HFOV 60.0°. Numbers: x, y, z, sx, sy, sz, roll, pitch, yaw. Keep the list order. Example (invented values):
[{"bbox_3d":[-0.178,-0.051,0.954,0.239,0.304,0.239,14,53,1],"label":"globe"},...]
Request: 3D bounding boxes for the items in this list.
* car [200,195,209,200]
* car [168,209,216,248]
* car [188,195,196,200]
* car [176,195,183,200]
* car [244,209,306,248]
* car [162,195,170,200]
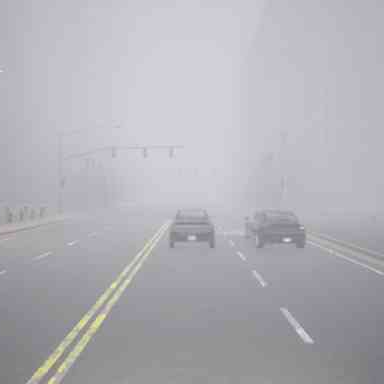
[{"bbox_3d":[3.500,1.396,86.523,2.128,1.511,4.902,0,0,0],"label":"car"},{"bbox_3d":[0.000,1.493,14.650,2.128,1.511,4.902,0,0,0],"label":"car"},{"bbox_3d":[0.000,1.396,86.523,2.128,1.511,4.902,0,0,0],"label":"car"},{"bbox_3d":[-3.500,1.470,91.255,1.882,1.535,5.008,0,0,0],"label":"car"},{"bbox_3d":[3.500,1.515,14.650,1.837,1.490,4.892,0,0,0],"label":"car"},{"bbox_3d":[-7.000,1.545,91.255,1.994,1.385,4.181,0,0,0],"label":"car"}]
